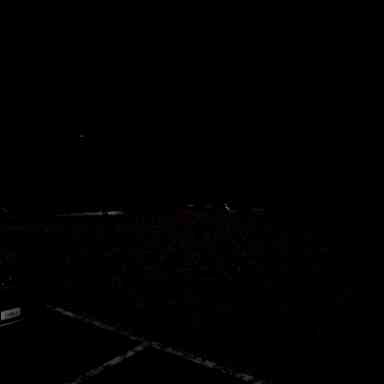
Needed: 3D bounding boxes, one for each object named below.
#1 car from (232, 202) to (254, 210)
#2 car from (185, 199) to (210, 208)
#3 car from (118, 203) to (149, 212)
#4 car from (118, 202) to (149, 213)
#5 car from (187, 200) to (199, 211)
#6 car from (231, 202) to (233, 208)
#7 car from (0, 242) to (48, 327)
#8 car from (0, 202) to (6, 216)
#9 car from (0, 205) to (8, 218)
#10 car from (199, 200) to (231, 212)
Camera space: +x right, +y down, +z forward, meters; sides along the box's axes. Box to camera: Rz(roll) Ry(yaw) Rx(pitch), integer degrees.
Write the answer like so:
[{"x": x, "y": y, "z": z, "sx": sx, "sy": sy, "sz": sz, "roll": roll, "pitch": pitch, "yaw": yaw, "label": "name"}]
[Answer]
[{"x": 9.664, "y": 2.623, "z": 60.535, "sx": 1.994, "sy": 1.385, "sz": 4.181, "roll": 0, "pitch": -1, "yaw": 36, "label": "car"}, {"x": 0.978, "y": 2.054, "z": 59.638, "sx": 1.882, "sy": 1.535, "sz": 5.008, "roll": 0, "pitch": -1, "yaw": 36, "label": "car"}, {"x": -8.996, "y": 2.332, "z": 51.579, "sx": 1.895, "sy": 1.301, "sz": 4.718, "roll": 0, "pitch": -1, "yaw": 36, "label": "car"}, {"x": -8.276, "y": 2.154, "z": 47.048, "sx": 2.128, "sy": 1.511, "sz": 4.902, "roll": 0, "pitch": -1, "yaw": 36, "label": "car"}, {"x": 1.148, "y": 2.365, "z": 54.255, "sx": 2.128, "sy": 1.511, "sz": 4.902, "roll": 0, "pitch": -1, "yaw": 37, "label": "car"}, {"x": 7.034, "y": 2.557, "z": 62.446, "sx": 2.128, "sy": 1.511, "sz": 4.902, "roll": 0, "pitch": -1, "yaw": 36, "label": "car"}, {"x": -4.419, "y": 1.551, "z": 6.159, "sx": 4.403, "sy": 1.369, "sz": 2.008, "roll": 0, "pitch": 0, "yaw": 36, "label": "car"}, {"x": -21.916, "y": 1.817, "z": 33.806, "sx": 1.837, "sy": 1.490, "sz": 4.892, "roll": 0, "pitch": 0, "yaw": 36, "label": "car"}, {"x": -19.834, "y": 1.818, "z": 31.110, "sx": 1.812, "sy": 1.442, "sz": 4.674, "roll": 0, "pitch": -1, "yaw": 36, "label": "car"}, {"x": 3.623, "y": 2.366, "z": 52.129, "sx": 1.837, "sy": 1.490, "sz": 4.892, "roll": 0, "pitch": -1, "yaw": 36, "label": "car"}]
